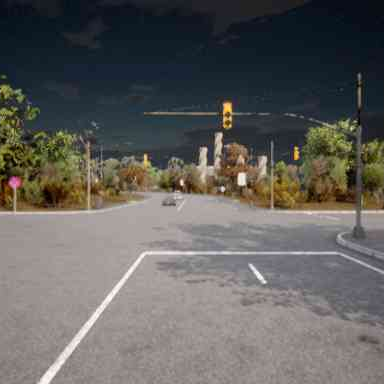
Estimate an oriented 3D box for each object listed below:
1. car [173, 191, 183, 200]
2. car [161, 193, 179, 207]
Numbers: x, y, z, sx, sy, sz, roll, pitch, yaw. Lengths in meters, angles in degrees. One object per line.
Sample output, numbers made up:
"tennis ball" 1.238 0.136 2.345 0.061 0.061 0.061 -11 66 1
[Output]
"car" -3.274 0.734 74.580 2.150 2.045 5.566 0 1 0
"car" -3.343 1.358 49.011 1.837 1.490 4.892 0 1 0
